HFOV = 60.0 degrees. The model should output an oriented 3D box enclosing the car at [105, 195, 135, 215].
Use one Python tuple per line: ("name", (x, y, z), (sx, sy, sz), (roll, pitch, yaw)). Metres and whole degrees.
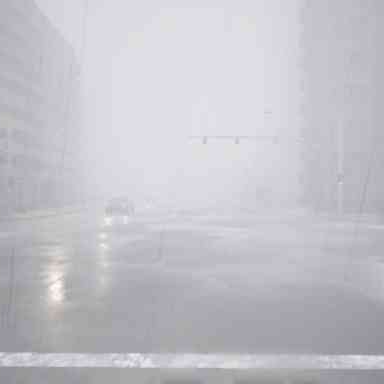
("car", (-6.940, 1.223, 32.273), (2.097, 1.767, 4.553), (0, 0, 0))
